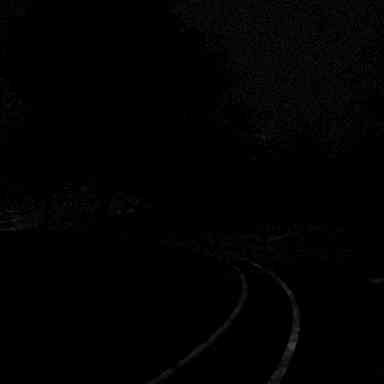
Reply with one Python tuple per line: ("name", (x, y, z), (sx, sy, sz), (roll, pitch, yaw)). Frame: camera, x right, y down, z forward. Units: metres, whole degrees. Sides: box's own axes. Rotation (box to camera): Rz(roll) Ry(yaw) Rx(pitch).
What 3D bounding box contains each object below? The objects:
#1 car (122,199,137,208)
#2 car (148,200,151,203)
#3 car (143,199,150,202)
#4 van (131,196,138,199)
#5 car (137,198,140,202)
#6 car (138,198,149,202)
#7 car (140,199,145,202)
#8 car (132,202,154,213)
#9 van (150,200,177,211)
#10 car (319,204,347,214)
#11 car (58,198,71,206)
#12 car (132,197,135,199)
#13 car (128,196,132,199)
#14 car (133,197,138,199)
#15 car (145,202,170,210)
("car", (-13.989, 2.795, 73.918), (1.895, 1.301, 4.718), (2, 0, -18))
("car", (-5.647, 2.930, 64.479), (4.792, 1.488, 2.163), (2, 0, -18))
("car", (-6.688, 2.873, 67.062), (5.366, 1.575, 1.946), (2, 0, -18))
("van", (-13.084, 2.524, 88.325), (4.442, 1.987, 1.878), (2, 0, -18))
("car", (-9.822, 2.687, 77.712), (4.553, 1.767, 2.185), (2, 0, -18))
("car", (-9.014, 2.829, 75.057), (5.008, 1.535, 2.097), (2, 0, -18))
("car", (-8.189, 2.847, 72.407), (4.892, 1.521, 2.231), (2, 0, -18))
("car", (-8.368, 2.898, 56.717), (1.895, 1.301, 4.718), (2, -1, -21))
("van", (-4.943, 2.688, 61.791), (4.442, 1.987, 1.878), (2, 0, -18))
("car", (23.925, 2.887, 56.427), (4.553, 1.767, 2.097), (0, -3, -19))
("car", (-27.802, 2.237, 71.964), (1.837, 1.490, 4.892), (2, 0, -17))
("car", (-12.370, 2.802, 85.642), (4.674, 1.452, 2.002), (2, 0, -18))
("car", (-14.903, 2.743, 93.572), (4.792, 1.488, 2.163), (2, 0, -18))
("car", (-11.534, 2.778, 82.993), (5.008, 1.535, 2.097), (2, 0, -18))
("car", (-7.320, 2.894, 69.773), (4.792, 1.488, 2.163), (2, 0, -18))
